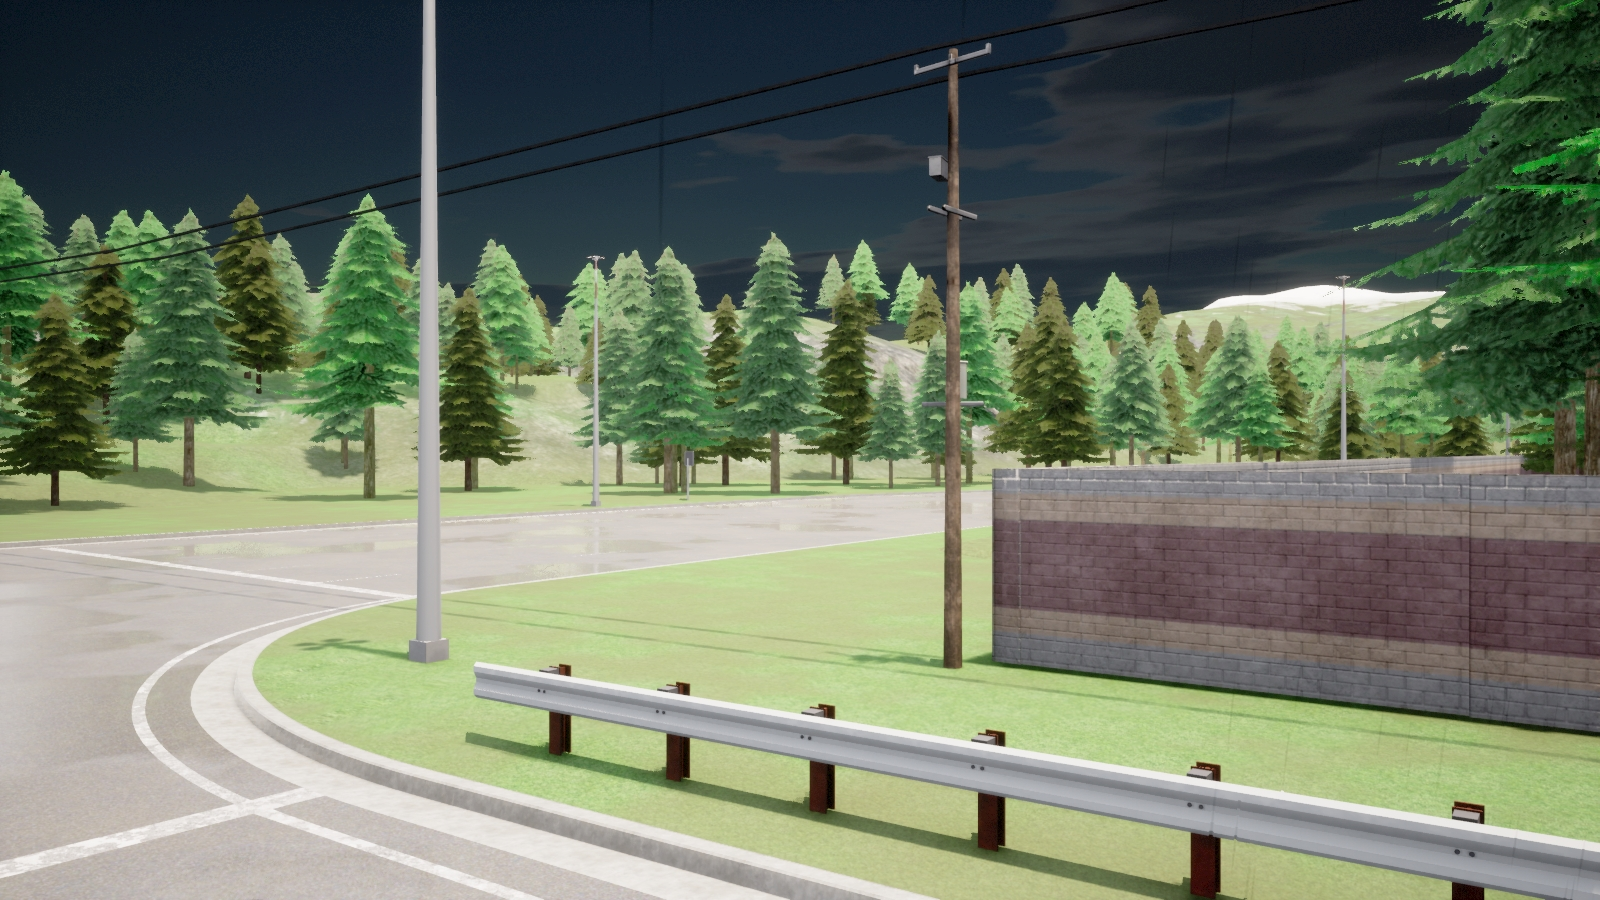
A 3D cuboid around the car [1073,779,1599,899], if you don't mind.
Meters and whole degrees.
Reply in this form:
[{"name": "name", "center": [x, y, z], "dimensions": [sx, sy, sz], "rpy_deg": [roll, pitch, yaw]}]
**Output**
[{"name": "car", "center": [3.010, 1.982, 1.681], "dimensions": [5.238, 1.638, 2.097], "rpy_deg": [0, 0, 35]}]
